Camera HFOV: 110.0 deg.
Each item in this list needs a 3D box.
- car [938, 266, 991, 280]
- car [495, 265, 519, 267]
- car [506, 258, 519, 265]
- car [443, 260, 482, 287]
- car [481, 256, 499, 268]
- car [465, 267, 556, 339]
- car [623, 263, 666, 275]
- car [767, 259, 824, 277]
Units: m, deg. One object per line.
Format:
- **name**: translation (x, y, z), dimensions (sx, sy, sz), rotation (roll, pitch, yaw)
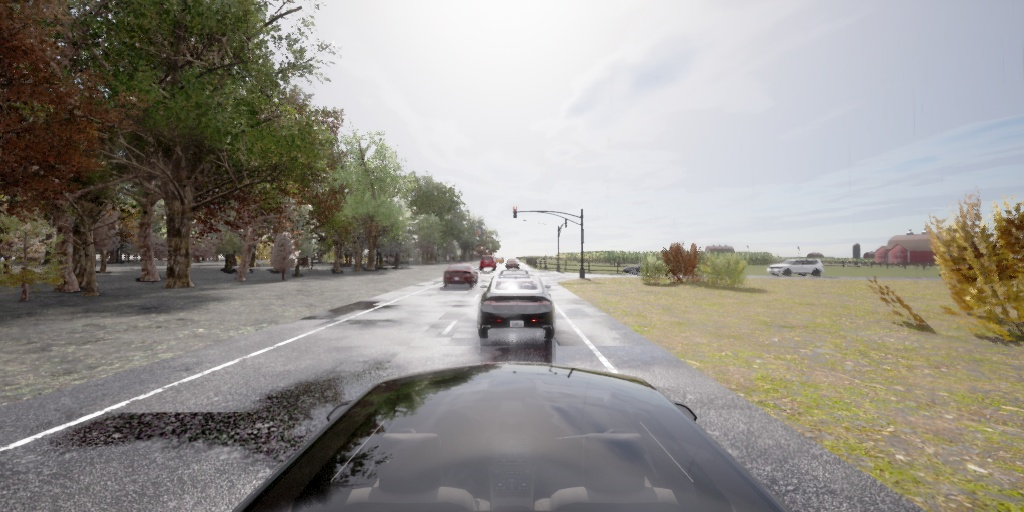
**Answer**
- **car**: translation (48.625, 1.825, 37.888), dimensions (5.357, 1.411, 2.033), rotation (1, -1, 1)
- **car**: translation (0.119, 1.355, 19.235), dimensions (1.895, 1.301, 4.718), rotation (0, 0, 0)
- **car**: translation (0.095, 1.356, 55.143), dimensions (1.895, 1.301, 4.718), rotation (0, 0, -2)
- **car**: translation (-3.376, 1.233, 24.325), dimensions (1.882, 1.535, 5.008), rotation (0, 0, 0)
- **car**: translation (-3.350, 0.979, 51.179), dimensions (2.150, 2.045, 5.566), rotation (0, 0, 0)
- **car**: translation (0.110, 1.244, 10.113), dimensions (2.128, 1.511, 4.902), rotation (0, 0, 0)
- **car**: translation (15.430, 1.482, 41.799), dimensions (4.892, 1.490, 1.837), rotation (1, -1, 2)
- **car**: translation (32.905, 1.390, 41.589), dimensions (5.566, 2.045, 2.150), rotation (1, -1, 0)
